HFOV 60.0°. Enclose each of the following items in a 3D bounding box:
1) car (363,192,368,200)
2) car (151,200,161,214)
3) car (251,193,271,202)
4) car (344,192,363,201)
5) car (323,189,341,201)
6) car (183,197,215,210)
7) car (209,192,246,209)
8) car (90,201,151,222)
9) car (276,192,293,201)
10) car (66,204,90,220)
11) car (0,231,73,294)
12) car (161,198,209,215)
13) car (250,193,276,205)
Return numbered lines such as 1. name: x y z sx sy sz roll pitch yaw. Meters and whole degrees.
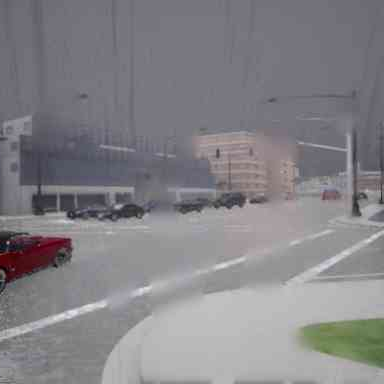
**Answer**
1. car: 33.675 0.796 66.316 1.837 1.490 4.892 -1 -1 35
2. car: -4.090 1.646 37.041 1.812 1.442 4.674 -1 0 35
3. car: 12.624 0.992 60.707 1.812 1.442 4.674 -1 1 35
4. car: 28.036 0.874 58.105 1.895 1.301 4.718 -1 0 35
5. car: 25.369 0.522 60.403 2.150 2.045 5.566 -1 0 35
6. car: 1.003 1.491 44.290 1.812 1.442 4.674 -1 1 35
7. car: 4.887 1.118 43.742 2.150 2.045 5.566 -1 1 35
8. car: -5.976 1.663 28.267 1.812 1.442 4.674 -1 0 35
9. car: 16.765 0.758 60.526 2.097 1.767 4.553 -1 0 35
10. car: -9.113 1.734 29.887 1.994 1.385 4.181 -1 0 35
11. car: -5.013 1.680 8.787 1.895 1.301 4.718 -1 0 7
12. car: -0.661 1.567 35.833 2.128 1.511 4.902 -1 1 35
13. car: 10.794 1.164 52.130 2.033 1.411 5.357 -1 1 35
